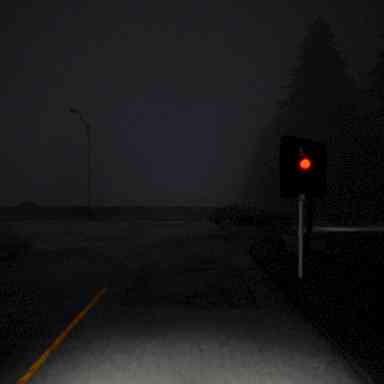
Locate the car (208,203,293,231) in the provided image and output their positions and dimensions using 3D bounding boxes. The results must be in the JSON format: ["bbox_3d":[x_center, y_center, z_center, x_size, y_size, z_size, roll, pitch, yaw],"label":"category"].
[{"bbox_3d":[3.401,1.432,19.548,4.902,1.511,2.128,0,0,0],"label":"car"}]
